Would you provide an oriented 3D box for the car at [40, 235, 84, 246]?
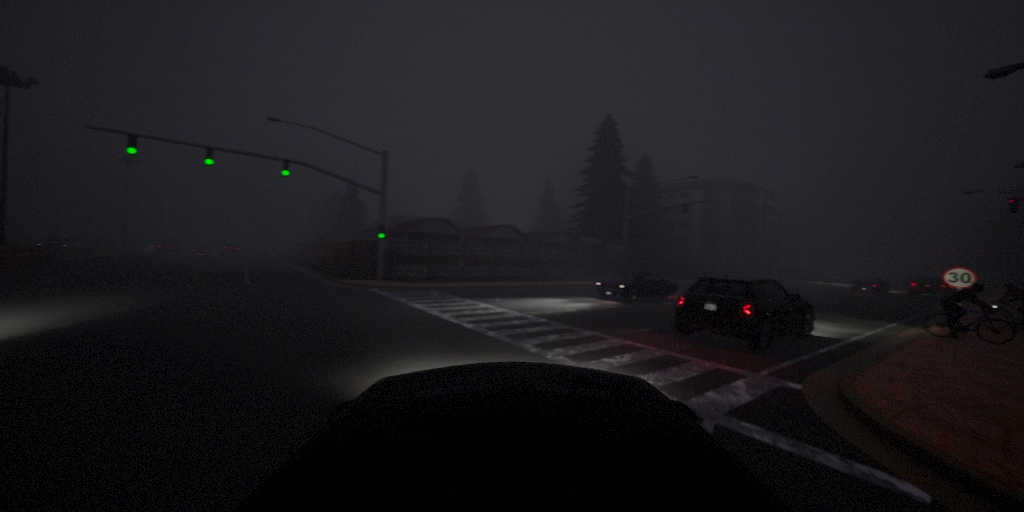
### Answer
[{"bbox_3d":[-47.818,-1.178,38.101,2.150,2.045,5.566,2,0,-37],"label":"car"}]

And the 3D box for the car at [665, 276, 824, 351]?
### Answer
[{"bbox_3d":[6.620,1.349,10.097,4.553,1.767,2.097,2,0,-36],"label":"car"}]

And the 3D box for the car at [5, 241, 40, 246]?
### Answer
[{"bbox_3d":[-40.795,-0.522,28.592,2.033,1.411,5.357,2,0,-36],"label":"car"}]

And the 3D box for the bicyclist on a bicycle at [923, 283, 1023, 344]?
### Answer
[{"bbox_3d":[12.767,1.558,10.031,1.656,1.620,0.582,3,1,39],"label":"bicyclist on a bicycle"}]

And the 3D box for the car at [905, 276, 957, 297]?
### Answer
[{"bbox_3d":[35.291,2.484,30.110,4.553,1.767,2.097,2,0,-35],"label":"car"}]

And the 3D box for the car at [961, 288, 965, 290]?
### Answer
[{"bbox_3d":[45.137,3.123,37.018,4.718,1.301,1.895,2,0,-34],"label":"car"}]

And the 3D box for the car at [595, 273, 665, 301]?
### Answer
[{"bbox_3d":[6.532,1.563,18.729,4.718,1.301,1.895,2,0,-35],"label":"car"}]

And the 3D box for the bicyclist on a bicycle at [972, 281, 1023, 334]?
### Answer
[{"bbox_3d":[16.748,1.719,11.937,1.656,1.620,0.582,2,0,18],"label":"bicyclist on a bicycle"}]

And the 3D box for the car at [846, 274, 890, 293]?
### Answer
[{"bbox_3d":[32.195,2.595,32.175,4.718,1.301,1.895,2,0,-35],"label":"car"}]
